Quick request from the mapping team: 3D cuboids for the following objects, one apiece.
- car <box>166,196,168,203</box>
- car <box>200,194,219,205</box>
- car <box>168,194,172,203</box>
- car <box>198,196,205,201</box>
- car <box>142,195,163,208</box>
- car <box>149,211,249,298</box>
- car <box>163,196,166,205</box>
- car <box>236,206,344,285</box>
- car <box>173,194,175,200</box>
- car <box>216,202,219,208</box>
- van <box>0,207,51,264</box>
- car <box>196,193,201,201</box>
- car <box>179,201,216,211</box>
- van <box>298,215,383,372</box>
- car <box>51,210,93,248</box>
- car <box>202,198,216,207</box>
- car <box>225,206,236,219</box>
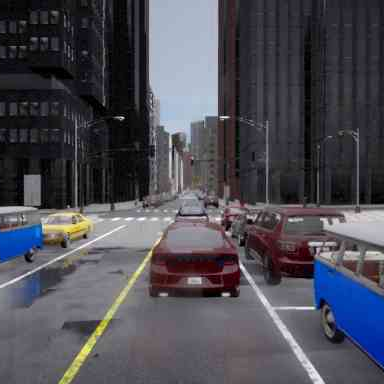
[{"bbox_3d":[-5.813,1.599,58.774,1.947,1.339,4.313,0,0,0],"label":"car"},{"bbox_3d":[2.720,1.335,47.485,2.192,1.841,5.009,0,0,0],"label":"car"},{"bbox_3d":[-5.823,1.618,70.061,1.947,1.339,4.313,0,0,0],"label":"car"},{"bbox_3d":[2.684,1.672,92.636,1.947,1.339,4.313,0,0,0],"label":"car"},{"bbox_3d":[-5.805,1.335,47.488,2.192,1.841,5.009,0,0,0],"label":"car"},{"bbox_3d":[0.060,1.478,8.582,1.882,1.535,5.008,0,0,0],"label":"car"},{"bbox_3d":[-5.810,1.341,53.131,2.192,1.841,5.009,0,0,0],"label":"car"},{"bbox_3d":[2.754,1.315,9.393,2.192,1.841,5.009,0,0,0],"label":"car"},{"bbox_3d":[-5.833,1.623,81.347,1.887,1.381,4.507,0,0,0],"label":"car"},{"bbox_3d":[2.743,1.547,20.444,1.887,1.381,4.507,0,0,0],"label":"car"},{"bbox_3d":[-5.776,1.341,9.399,1.690,1.788,3.998,0,0,0],"label":"van"},{"bbox_3d":[2.688,1.637,86.991,1.887,1.381,4.507,0,0,0],"label":"car"},{"bbox_3d":[-0.013,1.493,18.991,2.128,1.511,4.902,0,0,0],"label":"car"},{"bbox_3d":[2.760,1.341,3.867,1.690,1.788,3.998,0,0,0],"label":"van"},{"bbox_3d":[-5.779,1.526,14.753,1.752,1.417,4.829,0,0,0],"label":"car"},{"bbox_3d":[2.716,1.592,53.129,1.947,1.339,4.313,0,0,0],"label":"car"},{"bbox_3d":[2.749,1.552,14.919,2.008,1.369,4.403,0,0,0],"label":"car"}]
